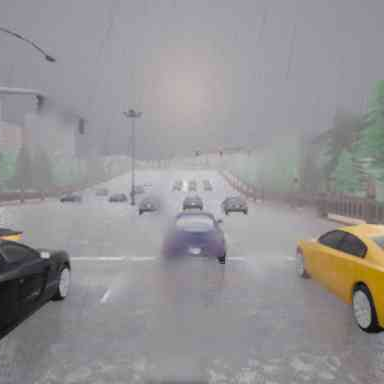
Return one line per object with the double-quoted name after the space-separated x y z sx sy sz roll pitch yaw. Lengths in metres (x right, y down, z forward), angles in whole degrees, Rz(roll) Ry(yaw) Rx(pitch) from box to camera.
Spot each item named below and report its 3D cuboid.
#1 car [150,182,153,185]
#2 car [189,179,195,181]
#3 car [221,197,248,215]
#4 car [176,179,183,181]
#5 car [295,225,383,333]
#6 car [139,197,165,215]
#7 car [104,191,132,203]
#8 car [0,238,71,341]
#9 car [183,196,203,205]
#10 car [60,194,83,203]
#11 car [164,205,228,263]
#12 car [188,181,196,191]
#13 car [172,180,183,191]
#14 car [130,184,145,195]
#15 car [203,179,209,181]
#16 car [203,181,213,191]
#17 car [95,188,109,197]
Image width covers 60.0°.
-10.392 -1.972 79.063 1.994 1.385 4.181 0 8 0 "car"
0.141 -2.513 84.831 1.994 1.385 4.181 0 8 0 "car"
3.597 1.145 28.832 2.033 1.411 5.357 0 1 0 "car"
-3.359 -2.587 84.839 1.882 1.535 5.008 0 8 0 "car"
3.581 1.384 6.616 1.882 1.535 5.008 0 1 0 "car"
-3.402 1.145 28.817 2.033 1.411 5.357 0 1 0 "car"
-10.578 0.872 47.904 2.033 1.411 5.357 0 1 0 "car"
-3.434 1.406 5.010 1.882 1.535 5.008 0 1 -1 "car"
0.097 1.081 34.686 1.994 1.385 4.181 0 1 0 "car"
-17.573 0.918 48.462 1.895 1.301 4.718 0 1 0 "car"
0.089 1.368 11.164 1.812 1.442 4.674 0 1 0 "car"
0.083 -1.000 74.417 2.033 1.411 5.357 0 8 0 "car"
-3.415 -1.088 74.847 1.837 1.490 4.892 0 8 0 "car"
-10.491 -0.198 63.776 2.150 2.045 5.566 0 5 1 "car"
3.640 -2.525 84.809 2.033 1.411 5.357 0 8 0 "car"
3.585 -0.997 74.851 1.895 1.301 4.718 0 8 0 "car"
-17.477 0.011 64.738 1.837 1.490 4.892 0 5 1 "car"
